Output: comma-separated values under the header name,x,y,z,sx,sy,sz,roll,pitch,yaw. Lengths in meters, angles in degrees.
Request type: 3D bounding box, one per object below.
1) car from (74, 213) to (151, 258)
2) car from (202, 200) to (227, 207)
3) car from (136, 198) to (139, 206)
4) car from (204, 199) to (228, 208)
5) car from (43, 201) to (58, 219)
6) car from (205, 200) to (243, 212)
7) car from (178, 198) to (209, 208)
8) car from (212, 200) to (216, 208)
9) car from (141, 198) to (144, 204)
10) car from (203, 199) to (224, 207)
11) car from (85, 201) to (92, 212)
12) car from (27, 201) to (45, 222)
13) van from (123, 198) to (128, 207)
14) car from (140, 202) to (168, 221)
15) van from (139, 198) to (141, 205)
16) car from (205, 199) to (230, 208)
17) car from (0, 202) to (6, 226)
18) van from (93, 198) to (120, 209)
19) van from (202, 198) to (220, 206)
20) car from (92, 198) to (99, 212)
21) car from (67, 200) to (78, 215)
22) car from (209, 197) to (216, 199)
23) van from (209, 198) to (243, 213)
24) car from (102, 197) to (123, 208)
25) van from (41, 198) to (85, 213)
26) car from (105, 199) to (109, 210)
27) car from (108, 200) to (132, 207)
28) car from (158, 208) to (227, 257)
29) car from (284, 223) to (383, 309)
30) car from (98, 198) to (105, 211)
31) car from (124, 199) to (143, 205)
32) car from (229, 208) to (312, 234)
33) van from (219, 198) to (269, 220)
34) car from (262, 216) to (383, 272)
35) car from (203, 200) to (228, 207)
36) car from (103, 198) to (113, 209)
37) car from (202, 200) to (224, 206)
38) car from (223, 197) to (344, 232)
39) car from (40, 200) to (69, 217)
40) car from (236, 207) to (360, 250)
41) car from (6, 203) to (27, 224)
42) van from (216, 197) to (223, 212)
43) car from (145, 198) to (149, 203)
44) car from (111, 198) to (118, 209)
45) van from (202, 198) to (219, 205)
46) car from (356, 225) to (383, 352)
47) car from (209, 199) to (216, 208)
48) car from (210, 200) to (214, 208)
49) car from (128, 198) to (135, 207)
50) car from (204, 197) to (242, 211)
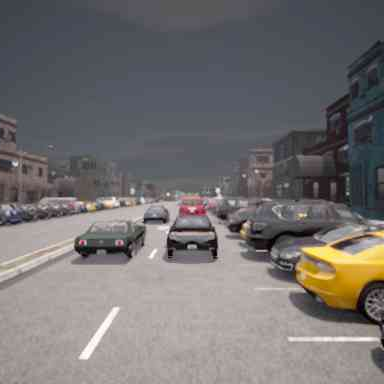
name,x,y,z,sx,sy,sz,roll,pitch,yaw
car,-2.980,1.733,13.247,1.895,1.301,4.718,0,-1,0
car,4.739,2.395,70.501,5.008,1.535,2.097,0,-1,0
car,-15.479,2.549,77.342,5.008,1.535,2.097,0,-1,0
car,4.710,2.172,64.949,4.553,1.767,2.185,0,-1,0
car,-15.453,1.807,30.476,4.892,1.521,2.231,0,-1,0
car,4.547,2.031,48.274,5.366,1.575,1.946,0,-1,0
car,0.021,1.508,27.591,2.150,2.045,5.566,0,0,0
car,4.724,1.887,34.505,4.674,1.452,2.002,0,-1,0
car,-15.504,2.400,82.861,5.566,2.045,2.435,0,-1,0
car,4.776,2.319,73.284,4.553,1.767,2.185,0,-1,0
car,-15.460,1.993,41.502,4.674,1.452,2.002,0,-1,0
car,-15.452,1.774,27.719,4.892,1.521,2.231,0,-1,0
van,-15.587,2.121,66.317,4.442,1.987,1.878,0,-1,0
car,-2.968,1.859,28.539,1.994,1.385,4.181,0,-1,0
van,-15.358,2.374,80.103,4.442,1.987,1.878,0,-1,0
car,4.708,2.126,62.169,4.553,1.767,2.185,0,-1,0
car,-15.488,1.582,22.206,4.553,1.767,2.185,0,-1,0
van,-15.585,2.027,60.805,4.442,1.987,1.878,0,-1,0
van,4.867,2.420,84.401,4.442,1.987,1.878,0,-1,0
car,-15.649,1.990,44.261,5.366,1.575,1.946,0,-1,0
car,-15.455,1.878,35.989,4.892,1.521,2.231,0,-1,0
car,4.702,1.703,42.722,5.566,2.045,2.435,0,-1,0
van,4.615,1.768,45.498,4.442,1.987,1.878,0,-1,0
car,-15.496,1.955,58.047,5.566,2.045,2.435,0,-1,0
van,-15.344,1.691,38.873,4.442,1.987,1.878,0,-1,0
car,-15.494,2.104,49.774,4.792,1.488,2.163,0,-1,0
car,-15.469,2.487,71.827,4.674,1.452,2.002,0,-1,0
car,0.023,1.627,13.482,2.128,1.511,4.902,0,0,0
car,4.707,1.549,6.716,5.008,1.535,2.097,0,-1,0
car,-15.458,2.034,47.016,4.892,1.521,2.231,0,-1,0
car,-15.508,2.629,88.497,4.553,1.767,2.185,0,-1,0
car,4.716,1.726,20.551,4.674,1.452,2.002,0,-1,0
van,4.842,1.585,31.604,4.442,1.987,1.878,0,-1,0
car,4.720,1.575,9.371,4.892,1.521,2.231,0,-1,0
car,4.748,2.347,67.724,4.892,1.521,2.231,0,-1,0
car,-15.469,2.157,52.529,4.674,1.452,2.002,0,-1,0
car,4.741,2.495,76.060,5.008,1.535,2.097,0,-1,0
car,4.690,1.406,17.835,5.566,2.045,2.435,0,-1,0
car,-15.454,1.843,33.233,4.892,1.521,2.231,0,-1,0
car,4.902,1.625,14.929,5.366,1.575,1.946,0,-1,0
car,-15.426,1.613,24.964,4.553,1.767,2.185,0,-1,0
van,4.607,1.551,28.827,4.442,1.987,1.878,0,-1,0
car,-15.506,2.551,91.134,5.566,2.045,2.435,0,-1,0
car,-15.472,2.161,55.288,5.008,1.535,2.097,0,-1,0
van,4.869,2.470,87.180,4.442,1.987,1.878,0,-1,0
car,4.742,1.395,3.814,4.553,1.767,2.185,0,-1,0
car,4.722,1.918,39.938,4.892,1.521,2.231,0,-1,0
car,4.698,1.910,37.159,4.792,1.488,2.163,0,-1,0
car,-15.286,2.394,69.071,5.366,1.575,1.946,0,-1,0
car,4.706,1.823,51.056,5.566,2.045,2.435,0,-1,0
